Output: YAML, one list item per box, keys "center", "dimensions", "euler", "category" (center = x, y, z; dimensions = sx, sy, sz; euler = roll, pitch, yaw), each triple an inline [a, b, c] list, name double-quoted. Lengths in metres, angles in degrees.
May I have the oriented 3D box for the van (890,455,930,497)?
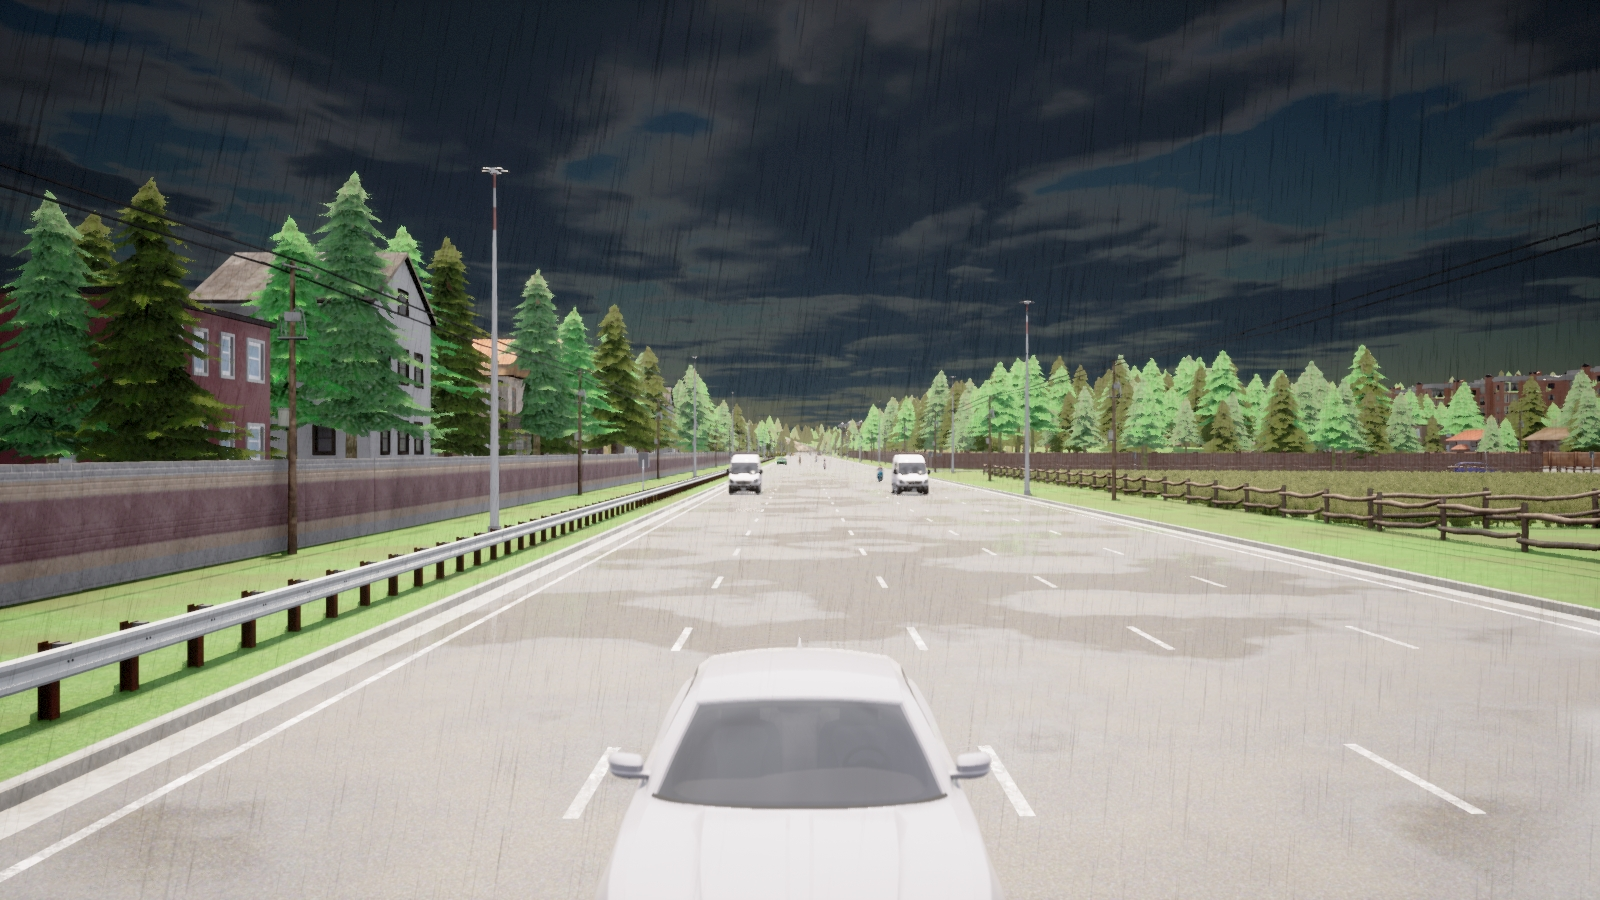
- center: [6.986, 1.581, 72.836]
  dimensions: [1.988, 2.561, 5.915]
  euler: [0, 0, 0]
  category: "van"

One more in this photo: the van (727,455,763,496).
- center: [-3.513, 1.582, 73.869]
  dimensions: [1.988, 2.561, 5.915]
  euler: [0, 0, 0]
  category: "van"

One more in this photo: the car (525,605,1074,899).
- center: [-0.002, 2.040, 6.868]
  dimensions: [2.097, 1.535, 5.006]
  euler: [0, 0, 0]
  category: "car"
